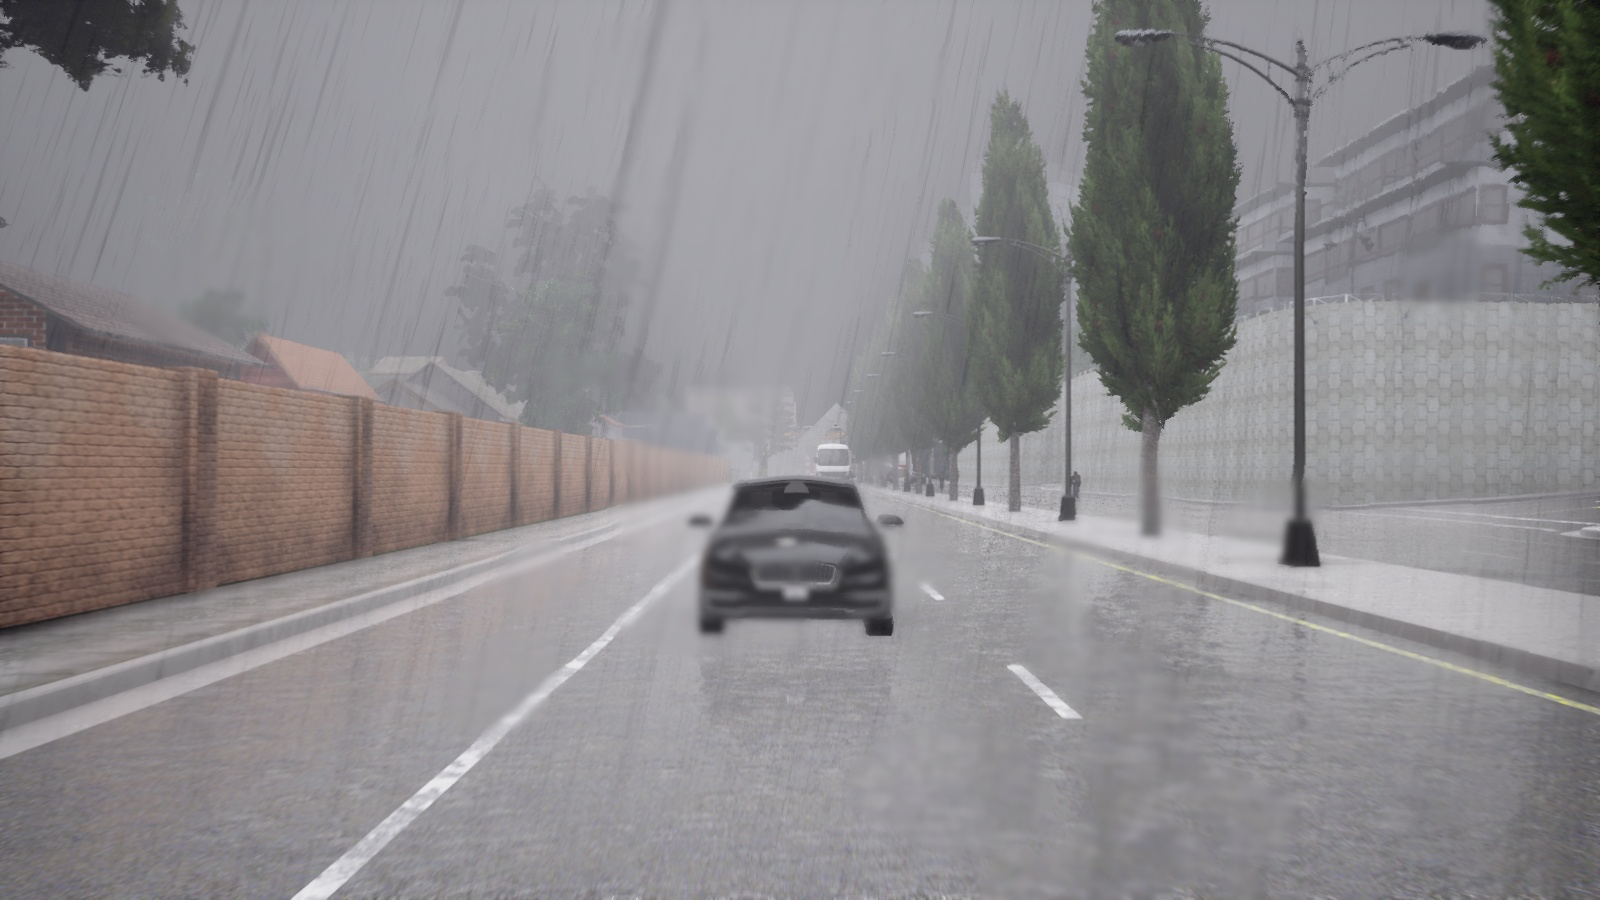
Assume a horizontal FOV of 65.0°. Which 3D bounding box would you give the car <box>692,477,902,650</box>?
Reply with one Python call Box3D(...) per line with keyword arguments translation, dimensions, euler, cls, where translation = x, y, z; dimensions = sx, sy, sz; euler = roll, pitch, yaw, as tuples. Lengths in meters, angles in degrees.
Box3D(translation=(-0.031, 1.045, 13.444), dimensions=(1.837, 1.490, 4.892), euler=(0, -1, 0), cls="car")
